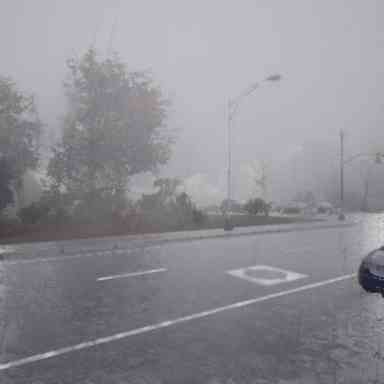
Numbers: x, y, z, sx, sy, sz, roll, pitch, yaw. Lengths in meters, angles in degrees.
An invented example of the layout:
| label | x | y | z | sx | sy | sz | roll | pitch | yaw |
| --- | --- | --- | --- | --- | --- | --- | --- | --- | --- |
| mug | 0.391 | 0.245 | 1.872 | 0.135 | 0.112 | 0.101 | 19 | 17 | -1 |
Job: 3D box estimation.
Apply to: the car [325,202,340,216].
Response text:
| label | x | y | z | sx | sy | sz | roll | pitch | yaw |
| --- | --- | --- | --- | --- | --- | --- | --- | --- | --- |
| car | 14.464 | 1.837 | 37.375 | 2.128 | 1.511 | 4.902 | 0 | -2 | -34 |

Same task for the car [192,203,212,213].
| label | x | y | z | sx | sy | sz | roll | pitch | yaw |
| --- | --- | --- | --- | --- | --- | --- | --- | --- | --- |
| car | 0.565 | 2.569 | 52.946 | 2.097 | 1.767 | 4.553 | 0 | -3 | -32 |

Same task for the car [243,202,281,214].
| label | x | y | z | sx | sy | sz | roll | pitch | yaw |
| --- | --- | --- | --- | --- | --- | --- | --- | --- | --- |
| car | 9.475 | 2.165 | 45.334 | 2.128 | 1.511 | 4.902 | 0 | -3 | -32 |

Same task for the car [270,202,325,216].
| label | x | y | z | sx | sy | sz | roll | pitch | yaw |
| --- | --- | --- | --- | --- | --- | --- | --- | --- | --- |
| car | 11.282 | 1.827 | 35.878 | 2.128 | 1.511 | 4.902 | 0 | -2 | -32 |

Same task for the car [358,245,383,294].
| label | x | y | z | sx | sy | sz | roll | pitch | yaw |
| --- | --- | --- | --- | --- | --- | --- | --- | --- | --- |
| car | 5.754 | 1.609 | 7.786 | 4.181 | 1.385 | 1.994 | 0 | 0 | -35 |

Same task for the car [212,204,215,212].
| label | x | y | z | sx | sy | sz | roll | pitch | yaw |
| --- | --- | --- | --- | --- | --- | --- | --- | --- | --- |
| car | 4.220 | 2.662 | 53.705 | 2.128 | 1.511 | 4.902 | 0 | -3 | -32 |

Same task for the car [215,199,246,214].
| label | x | y | z | sx | sy | sz | roll | pitch | yaw |
| --- | --- | --- | --- | --- | --- | --- | --- | --- | --- |
| car | 5.997 | 1.918 | 44.289 | 2.150 | 2.045 | 5.566 | 0 | -3 | -32 |
